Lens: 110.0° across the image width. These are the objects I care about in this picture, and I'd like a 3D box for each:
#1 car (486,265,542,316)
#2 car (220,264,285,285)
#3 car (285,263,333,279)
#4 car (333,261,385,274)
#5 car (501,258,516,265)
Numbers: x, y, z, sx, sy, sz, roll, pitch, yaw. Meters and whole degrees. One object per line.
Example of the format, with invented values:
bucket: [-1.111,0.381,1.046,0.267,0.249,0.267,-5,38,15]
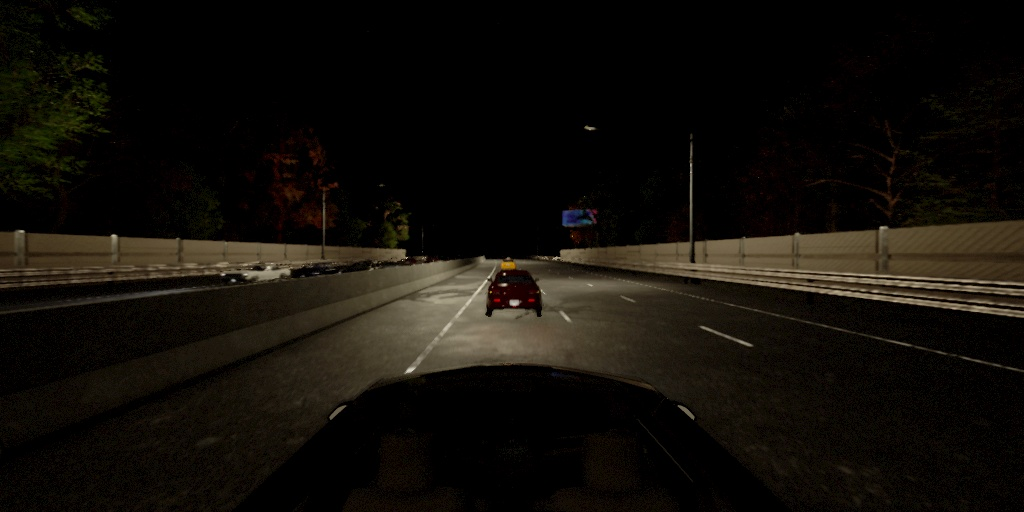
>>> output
car: [0.062,1.223,13.044,1.812,1.442,4.674,0,0,0]
car: [-17.771,1.247,25.066,1.895,1.301,4.718,0,0,-1]
car: [-14.290,1.203,26.468,1.994,1.385,4.181,0,0,-1]
car: [-10.786,1.144,26.205,1.837,1.490,4.892,0,0,-1]
car: [-0.450,1.004,44.440,1.801,1.575,5.366,0,0,-1]
